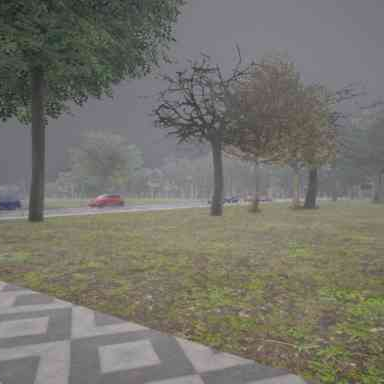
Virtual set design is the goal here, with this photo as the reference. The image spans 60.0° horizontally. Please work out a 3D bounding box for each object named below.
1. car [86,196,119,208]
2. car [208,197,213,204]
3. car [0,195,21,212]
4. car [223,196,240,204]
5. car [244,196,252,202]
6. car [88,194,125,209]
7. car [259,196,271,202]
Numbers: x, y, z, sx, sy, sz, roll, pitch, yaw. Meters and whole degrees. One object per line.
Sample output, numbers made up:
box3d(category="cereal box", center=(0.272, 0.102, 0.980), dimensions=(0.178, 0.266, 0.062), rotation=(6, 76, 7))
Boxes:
box3d(category="car", center=(-13.907, 1.475, 51.904), dimensions=(2.097, 1.767, 4.553), rotation=(-1, 0, 35))
box3d(category="car", center=(4.906, 1.668, 66.880), dimensions=(1.994, 1.385, 4.181), rotation=(-1, -1, 35))
box3d(category="car", center=(-23.114, 1.325, 38.939), dimensions=(2.150, 2.045, 5.566), rotation=(-1, -1, 35))
box3d(category="car", center=(7.565, 1.574, 65.009), dimensions=(1.837, 1.490, 4.892), rotation=(-1, -1, 35))
box3d(category="car", center=(14.008, 1.674, 79.890), dimensions=(1.812, 1.442, 4.674), rotation=(-1, -1, 35))
box3d(category="car", center=(-12.362, 1.311, 48.478), dimensions=(2.150, 2.045, 5.566), rotation=(-1, -1, 35))
box3d(category="car", center=(17.262, 1.670, 78.860), dimensions=(1.994, 1.385, 4.181), rotation=(-1, -1, 35))
